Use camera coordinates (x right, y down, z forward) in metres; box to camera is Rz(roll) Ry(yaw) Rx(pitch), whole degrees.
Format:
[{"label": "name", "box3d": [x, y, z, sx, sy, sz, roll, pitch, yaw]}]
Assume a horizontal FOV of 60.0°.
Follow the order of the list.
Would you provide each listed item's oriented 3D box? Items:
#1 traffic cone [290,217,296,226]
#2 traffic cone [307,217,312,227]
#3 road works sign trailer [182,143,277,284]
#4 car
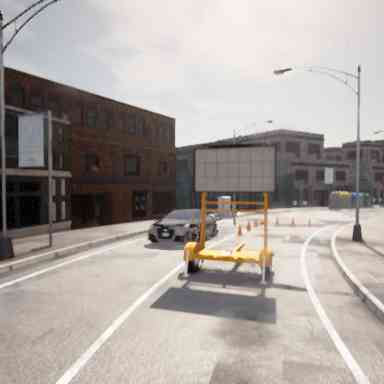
[{"label": "traffic cone", "box3d": [6.554, 1.885, 21.546, 0.340, 0.580, 0.340, 1, 0, 22]}, {"label": "traffic cone", "box3d": [7.478, 1.898, 21.165, 0.340, 0.580, 0.340, 1, 0, 22]}, {"label": "road works sign trailer", "box3d": [1.250, 0.424, 9.682, 2.380, 3.560, 2.880, 0, 0, 20]}, {"label": "car", "box3d": [-0.298, 1.483, 14.978, 1.994, 1.385, 4.181, 0, 0, 22]}]
